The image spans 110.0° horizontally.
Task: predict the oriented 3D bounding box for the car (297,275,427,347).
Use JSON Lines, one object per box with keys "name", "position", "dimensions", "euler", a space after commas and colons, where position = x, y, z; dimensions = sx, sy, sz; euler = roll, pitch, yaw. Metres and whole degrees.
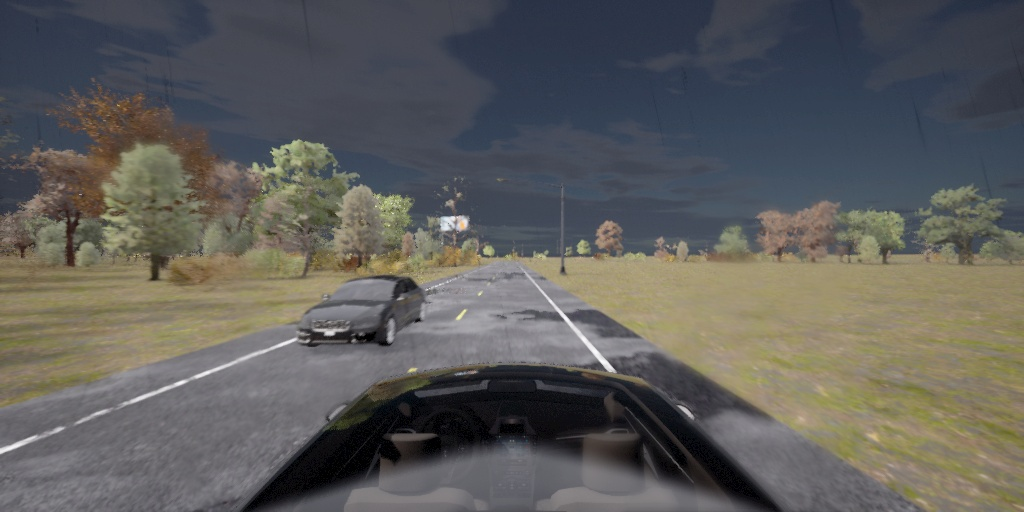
{"name": "car", "position": [-3.596, 1.284, 9.504], "dimensions": [1.837, 1.490, 4.892], "euler": [0, 0, 0]}
